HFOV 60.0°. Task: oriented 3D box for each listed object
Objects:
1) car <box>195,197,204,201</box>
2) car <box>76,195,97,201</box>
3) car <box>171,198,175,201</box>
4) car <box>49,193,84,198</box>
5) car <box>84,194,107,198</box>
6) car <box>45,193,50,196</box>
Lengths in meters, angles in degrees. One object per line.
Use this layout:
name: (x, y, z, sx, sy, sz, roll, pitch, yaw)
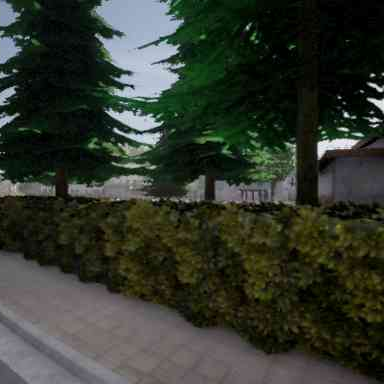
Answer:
car: (2.207, 1.670, 67.368, 3.633, 1.501, 1.845, 1, 0, -28)
car: (-25.670, 1.466, 80.917, 4.514, 1.523, 2.007, 1, 0, -28)
car: (-5.748, 1.624, 66.552, 3.806, 1.475, 1.970, 1, 0, -28)
car: (-20.830, 1.433, 55.244, 4.514, 1.523, 2.007, 1, 0, -28)
car: (-21.057, 1.481, 72.053, 3.633, 1.501, 1.845, 1, 0, -28)
car: (-22.337, 1.425, 57.997, 5.027, 1.636, 2.152, 1, 0, -28)
